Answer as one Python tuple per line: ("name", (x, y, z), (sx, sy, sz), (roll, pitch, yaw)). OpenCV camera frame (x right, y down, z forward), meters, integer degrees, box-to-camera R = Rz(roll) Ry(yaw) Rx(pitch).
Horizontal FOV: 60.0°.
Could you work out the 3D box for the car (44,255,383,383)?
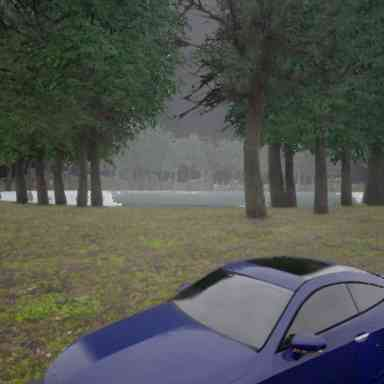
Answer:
("car", (0.878, 1.523, 3.672), (4.674, 1.442, 1.812), (0, 0, -33))
